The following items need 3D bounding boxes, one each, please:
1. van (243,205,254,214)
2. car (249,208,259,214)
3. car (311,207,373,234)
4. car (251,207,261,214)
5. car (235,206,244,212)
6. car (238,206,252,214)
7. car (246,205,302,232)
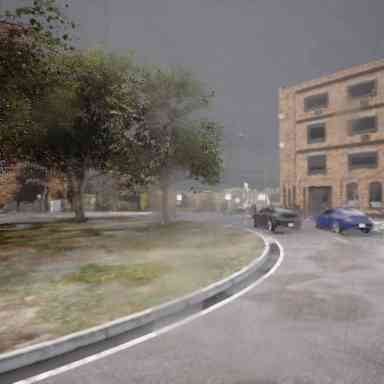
[{"bbox_3d":[12.513,3.868,73.396,1.878,1.987,4.442,-1,-4,17],"label":"van"},{"bbox_3d":[15.654,4.856,83.823,2.002,1.452,4.674,-1,-4,17],"label":"car"},{"bbox_3d":[8.787,1.631,19.835,1.812,1.442,4.674,0,-1,-5],"label":"car"},{"bbox_3d":[17.271,5.062,89.206,2.185,1.767,4.553,-1,-4,17],"label":"car"},{"bbox_3d":[9.336,3.400,62.759,2.002,1.452,4.674,1,-4,17],"label":"car"},{"bbox_3d":[10.900,3.752,68.017,2.163,1.488,4.792,-1,-4,17],"label":"car"},{"bbox_3d":[5.286,1.662,21.547,1.837,1.490,4.892,1,-1,-10],"label":"car"}]
